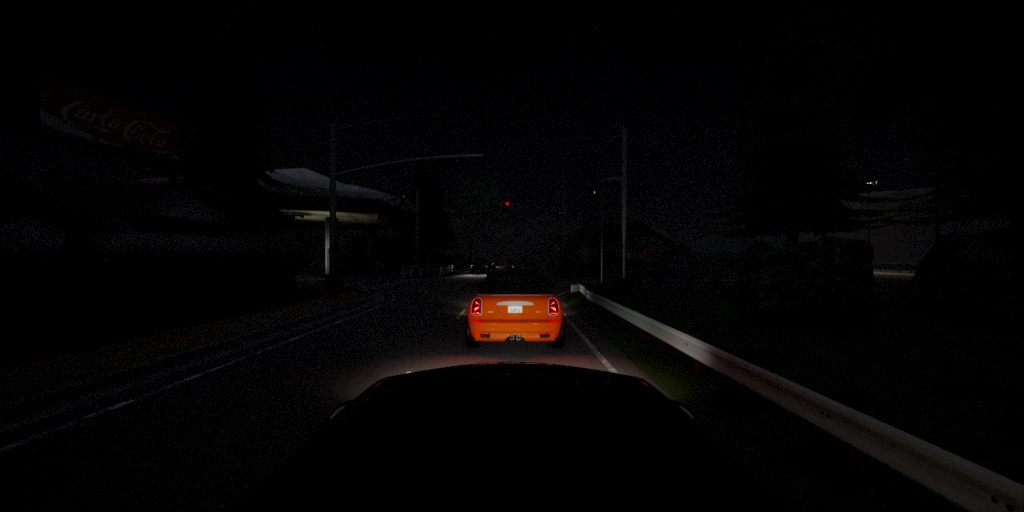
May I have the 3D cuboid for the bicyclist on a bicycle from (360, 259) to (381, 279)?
[{"bbox_3d":[-11.758,1.096,29.870,1.656,1.620,0.582,1,-3,-19],"label":"bicyclist on a bicycle"}]

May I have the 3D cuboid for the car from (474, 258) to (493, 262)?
[{"bbox_3d":[-3.575,1.101,40.648,2.097,1.767,4.553,0,0,0],"label":"car"}]

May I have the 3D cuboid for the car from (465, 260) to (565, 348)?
[{"bbox_3d":[0.078,1.102,9.384,2.097,1.767,4.553,0,0,0],"label":"car"}]
